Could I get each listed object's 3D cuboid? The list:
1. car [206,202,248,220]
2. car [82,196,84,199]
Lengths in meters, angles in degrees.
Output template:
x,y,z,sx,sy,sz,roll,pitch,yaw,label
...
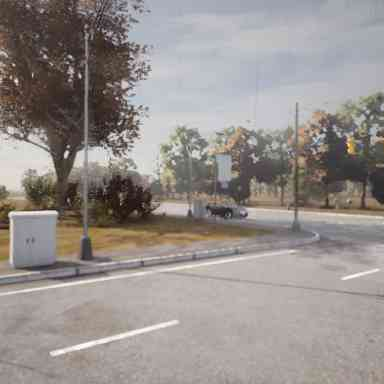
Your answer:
x,y,z,sx,sy,sz,roll,pitch,yaw,label
3.161,1.669,30.873,2.128,1.511,4.902,1,0,-32,car
-28.903,1.229,84.546,4.553,1.767,2.097,1,0,41,car
